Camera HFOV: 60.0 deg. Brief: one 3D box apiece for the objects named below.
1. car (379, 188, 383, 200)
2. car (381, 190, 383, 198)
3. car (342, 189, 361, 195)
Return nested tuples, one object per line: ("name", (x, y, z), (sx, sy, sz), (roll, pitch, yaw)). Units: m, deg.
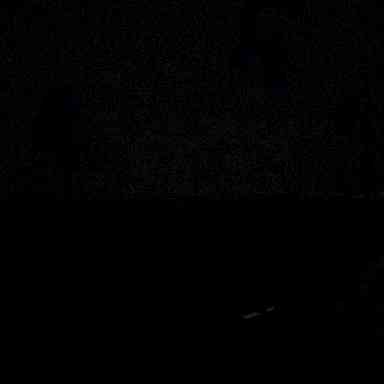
("car", (32.527, 0.400, 54.423), (2.150, 2.045, 5.566), (1, 2, 13))
("car", (37.252, 0.371, 61.631), (1.882, 1.535, 5.008), (1, 1, 6))
("car", (37.757, 0.030, 78.956), (2.033, 1.411, 5.357), (1, 1, -6))
